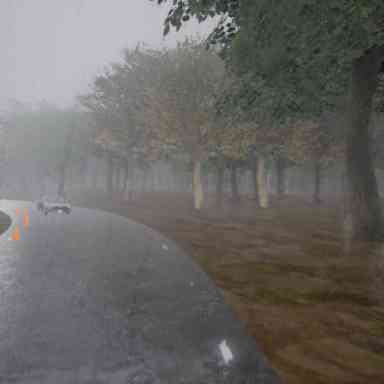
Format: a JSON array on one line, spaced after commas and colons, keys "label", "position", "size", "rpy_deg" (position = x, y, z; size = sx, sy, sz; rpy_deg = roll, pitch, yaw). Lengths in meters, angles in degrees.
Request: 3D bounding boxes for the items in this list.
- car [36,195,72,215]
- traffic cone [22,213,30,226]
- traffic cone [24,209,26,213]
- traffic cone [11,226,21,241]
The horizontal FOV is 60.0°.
[{"label": "car", "position": [-10.969, 0.958, 26.167], "size": [2.033, 1.411, 5.357], "rpy_deg": [0, 2, -34]}, {"label": "traffic cone", "position": [-9.162, 1.594, 18.444], "size": [0.340, 0.580, 0.340], "rpy_deg": [0, 2, -25]}, {"label": "traffic cone", "position": [-11.346, 1.459, 22.631], "size": [0.340, 0.580, 0.340], "rpy_deg": [0, 2, -30]}, {"label": "traffic cone", "position": [-7.413, 1.732, 14.057], "size": [0.340, 0.580, 0.340], "rpy_deg": [0, 2, -19]}]
